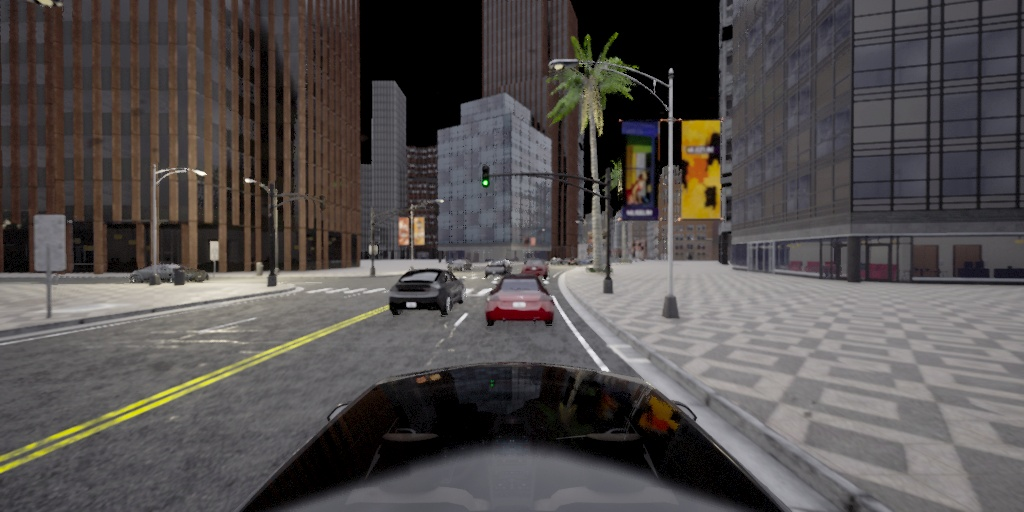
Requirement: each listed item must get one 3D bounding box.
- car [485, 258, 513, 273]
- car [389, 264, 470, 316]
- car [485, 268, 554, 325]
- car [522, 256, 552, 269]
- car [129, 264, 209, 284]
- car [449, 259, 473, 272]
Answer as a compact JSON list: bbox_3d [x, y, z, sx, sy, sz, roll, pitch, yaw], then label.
[{"bbox_3d":[-1.085,1.140,31.532,2.128,1.511,4.902,0,0,9],"label":"car"},{"bbox_3d":[-2.925,1.207,13.161,1.837,1.490,4.892,0,0,2],"label":"car"},{"bbox_3d":[0.268,1.272,11.655,1.994,1.385,4.181,0,0,2],"label":"car"},{"bbox_3d":[2.083,1.004,30.727,2.097,1.767,4.553,0,0,9],"label":"car"},{"bbox_3d":[-23.702,1.243,24.890,4.181,1.385,1.994,0,0,-1],"label":"car"},{"bbox_3d":[-6.024,1.125,41.750,1.837,1.490,4.892,0,0,12],"label":"car"}]
